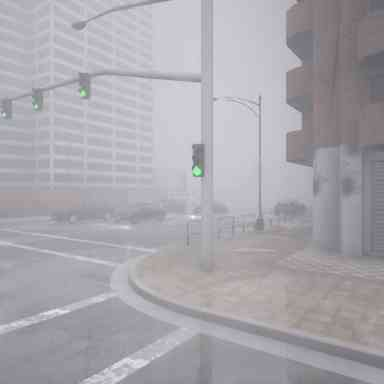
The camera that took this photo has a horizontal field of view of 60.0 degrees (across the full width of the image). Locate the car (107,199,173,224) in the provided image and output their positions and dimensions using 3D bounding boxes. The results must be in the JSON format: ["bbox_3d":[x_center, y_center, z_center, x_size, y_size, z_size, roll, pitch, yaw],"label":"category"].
[{"bbox_3d":[-3.817,1.526,25.182,1.812,1.442,4.674,0,0,35],"label":"car"}]

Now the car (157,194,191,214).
[{"bbox_3d":[-2.541,1.352,33.063,2.097,1.767,4.553,0,0,35],"label":"car"}]

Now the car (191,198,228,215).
[{"bbox_3d":[1.881,1.564,33.234,1.994,1.385,4.181,0,0,36],"label":"car"}]

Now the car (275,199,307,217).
[{"bbox_3d":[9.368,1.503,31.387,1.837,1.490,4.892,0,0,35],"label":"car"}]

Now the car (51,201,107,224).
[{"bbox_3d":[-8.118,1.478,25.195,1.882,1.535,5.008,0,0,35],"label":"car"}]

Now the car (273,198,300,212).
[{"bbox_3d":[11.648,1.526,40.701,1.812,1.442,4.674,0,0,35],"label":"car"}]
